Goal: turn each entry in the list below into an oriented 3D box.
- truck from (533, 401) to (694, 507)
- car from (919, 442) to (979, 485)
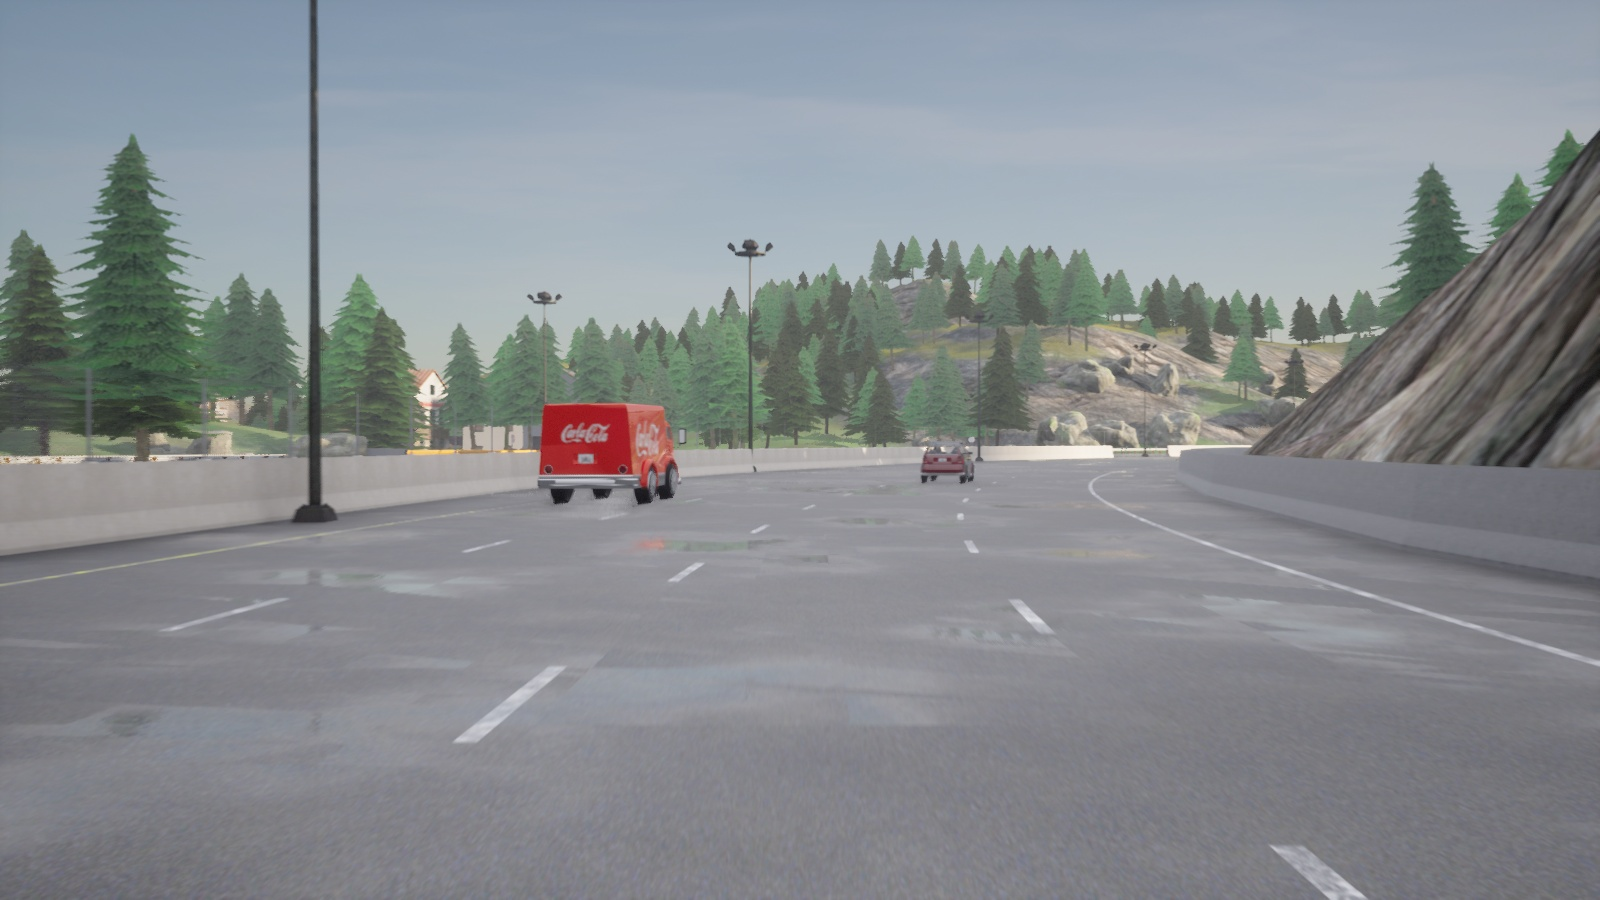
[{"bbox_3d":[-4.615,0.077,32.094,2.627,2.467,5.204,0,0,9],"label":"truck"},{"bbox_3d":[5.665,0.465,47.480,1.789,1.549,3.705,0,0,14],"label":"car"}]
